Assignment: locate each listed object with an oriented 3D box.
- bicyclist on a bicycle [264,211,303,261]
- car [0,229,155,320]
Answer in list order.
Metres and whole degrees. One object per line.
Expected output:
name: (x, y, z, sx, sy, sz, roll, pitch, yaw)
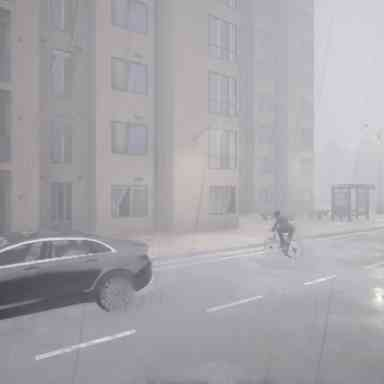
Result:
bicyclist on a bicycle: (3.043, 1.455, 11.254, 0.582, 1.620, 1.656, 0, -2, -37)
car: (-3.075, 1.491, 6.176, 4.902, 1.511, 2.128, 0, 0, -35)
